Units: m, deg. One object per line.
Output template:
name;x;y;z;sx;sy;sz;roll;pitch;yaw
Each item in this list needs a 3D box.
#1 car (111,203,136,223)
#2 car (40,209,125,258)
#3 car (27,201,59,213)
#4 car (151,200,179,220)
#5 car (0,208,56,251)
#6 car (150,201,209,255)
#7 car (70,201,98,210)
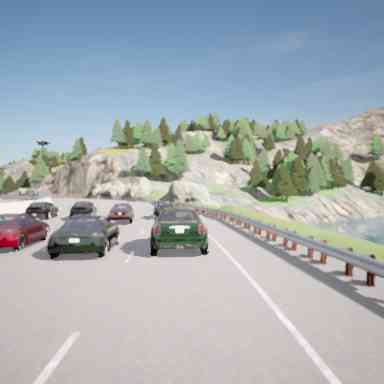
car;-5.464;1.588;26.066;2.033;1.411;5.357;0;0;-8
car;-4.027;1.584;12.994;1.994;1.385;4.181;0;0;-4
car;-12.989;1.564;28.985;1.837;1.490;4.892;0;0;-9
car;-2.551;1.533;30.181;2.128;1.511;4.902;0;0;-9
car;-7.635;1.594;14.212;1.994;1.385;4.181;0;0;-5
car;-0.580;1.369;13.660;2.097;1.767;4.553;0;0;-4
car;-9.515;1.558;29.408;1.837;1.490;4.892;0;0;-9
